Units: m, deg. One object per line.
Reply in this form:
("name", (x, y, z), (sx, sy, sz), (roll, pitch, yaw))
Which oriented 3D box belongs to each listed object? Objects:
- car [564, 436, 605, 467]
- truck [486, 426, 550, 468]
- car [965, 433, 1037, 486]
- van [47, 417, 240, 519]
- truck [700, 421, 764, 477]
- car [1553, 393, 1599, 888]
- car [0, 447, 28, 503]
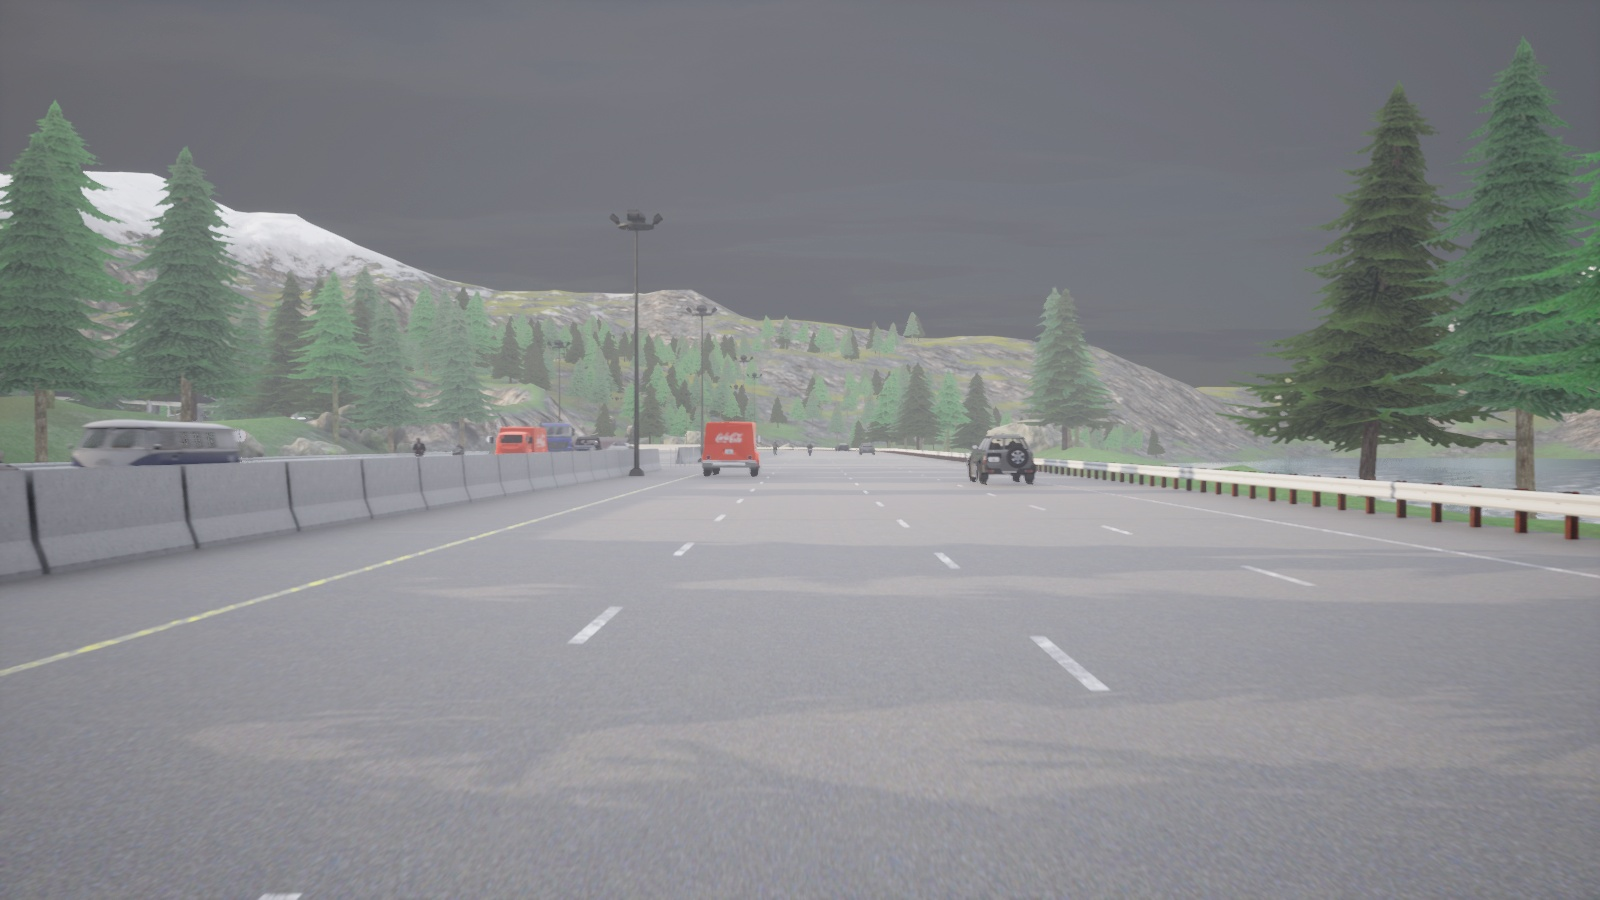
("car", (-13.419, 0.089, 78.393), (1.905, 1.878, 3.866), (0, 0, 0))
("truck", (-16.942, -0.185, 75.785), (2.627, 2.467, 5.204), (0, 1, 0))
("car", (7.302, 0.310, 46.018), (1.932, 1.855, 4.605), (0, 0, 1))
("van", (-13.830, 0.338, 26.782), (1.775, 1.987, 4.442), (0, 0, 0))
("truck", (-3.093, -0.067, 58.079), (2.627, 2.467, 5.204), (0, 1, 0))
("car", (3.529, 0.634, 2.356), (1.851, 1.617, 3.988), (0, 0, 0))
("car", (-20.810, 0.624, 30.138), (1.994, 1.385, 4.181), (0, 0, 0))
